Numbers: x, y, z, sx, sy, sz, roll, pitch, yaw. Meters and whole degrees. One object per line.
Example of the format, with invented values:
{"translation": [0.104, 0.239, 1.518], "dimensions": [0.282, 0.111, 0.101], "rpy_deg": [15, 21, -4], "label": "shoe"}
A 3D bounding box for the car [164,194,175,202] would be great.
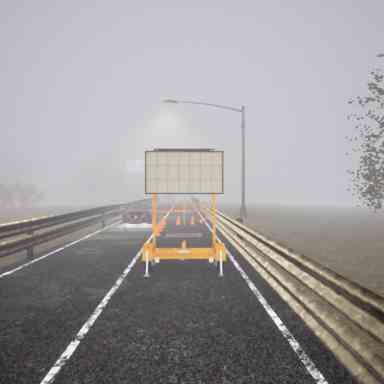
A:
{"translation": [-5.179, 1.251, 77.868], "dimensions": [2.150, 2.045, 5.566], "rpy_deg": [0, 0, -1], "label": "car"}

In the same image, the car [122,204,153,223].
{"translation": [-3.969, 1.574, 25.171], "dimensions": [1.994, 1.385, 4.181], "rpy_deg": [0, 0, -1], "label": "car"}

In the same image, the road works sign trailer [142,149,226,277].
{"translation": [-0.238, 0.468, 10.300], "dimensions": [2.380, 3.560, 2.880], "rpy_deg": [0, 0, -1], "label": "road works sign trailer"}
